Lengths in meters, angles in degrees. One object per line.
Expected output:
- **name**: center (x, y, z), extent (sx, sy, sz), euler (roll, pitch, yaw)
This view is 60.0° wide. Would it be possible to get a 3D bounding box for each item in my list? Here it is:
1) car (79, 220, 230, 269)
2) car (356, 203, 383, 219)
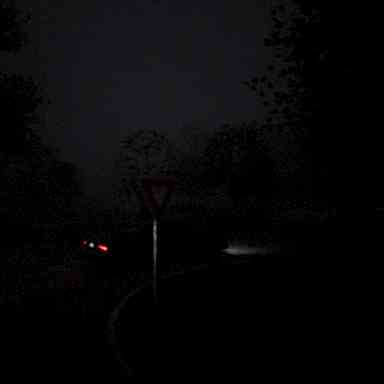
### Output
- **car**: center (-1.099, 1.686, 11.719), extent (5.357, 1.411, 2.033), euler (1, -1, -40)
- **car**: center (18.331, 1.914, 34.481), extent (1.882, 1.535, 5.008), euler (0, -1, 18)
